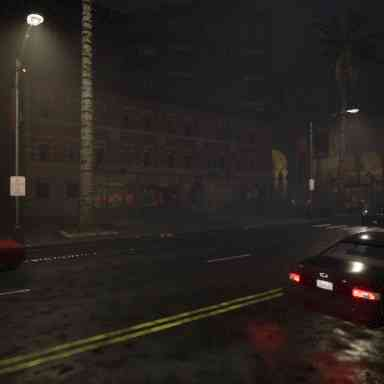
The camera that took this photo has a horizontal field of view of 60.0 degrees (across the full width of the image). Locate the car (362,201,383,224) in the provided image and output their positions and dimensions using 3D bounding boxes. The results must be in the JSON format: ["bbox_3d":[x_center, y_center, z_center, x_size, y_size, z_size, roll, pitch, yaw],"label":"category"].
[{"bbox_3d":[13.441,1.352,22.476,4.553,1.767,2.097,0,0,-36],"label":"car"}]

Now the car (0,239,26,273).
[{"bbox_3d":[-6.645,1.601,7.805,4.718,1.301,1.895,0,0,-36],"label":"car"}]

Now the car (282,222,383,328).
[{"bbox_3d":[4.182,1.547,6.844,5.357,1.411,2.033,0,0,-36],"label":"car"}]
